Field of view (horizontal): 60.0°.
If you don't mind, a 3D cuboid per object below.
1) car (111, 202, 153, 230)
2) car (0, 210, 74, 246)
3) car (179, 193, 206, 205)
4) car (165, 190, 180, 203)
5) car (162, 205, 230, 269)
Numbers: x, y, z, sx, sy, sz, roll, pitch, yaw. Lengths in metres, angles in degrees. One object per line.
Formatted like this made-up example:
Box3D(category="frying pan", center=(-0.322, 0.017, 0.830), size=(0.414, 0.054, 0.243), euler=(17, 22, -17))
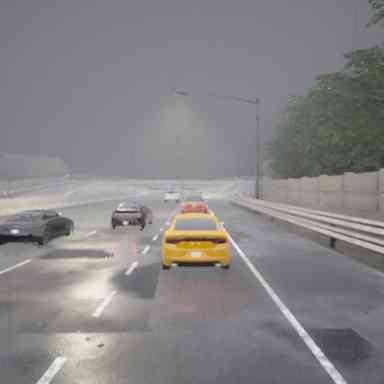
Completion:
Box3D(category="car", center=(-3.462, 1.355, 19.797), size=(2.128, 1.511, 4.902), euler=(0, 1, 0))
Box3D(category="car", center=(-6.877, 1.482, 14.930), size=(1.994, 1.385, 4.181), euler=(0, 1, 0))
Box3D(category="car", center=(0.184, 1.102, 28.977), size=(2.097, 1.767, 4.553), euler=(0, 1, 0))
Box3D(category="car", center=(-3.213, 0.654, 54.981), size=(2.150, 2.045, 5.566), euler=(0, 1, 0))
Box3D(category="car", center=(0.114, 1.432, 11.008), size=(1.882, 1.535, 5.008), euler=(0, 0, 0))
